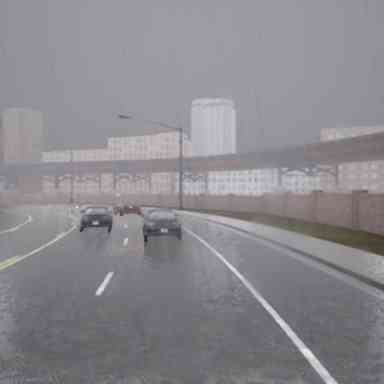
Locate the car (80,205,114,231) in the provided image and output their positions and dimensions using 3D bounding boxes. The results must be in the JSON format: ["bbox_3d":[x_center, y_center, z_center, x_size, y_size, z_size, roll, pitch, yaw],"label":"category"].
[{"bbox_3d":[-6.055,1.624,21.206,1.812,1.442,4.674,0,0,-14],"label":"car"}]

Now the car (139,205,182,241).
[{"bbox_3d":[-1.643,1.588,17.148,1.812,1.442,4.674,0,0,-10],"label":"car"}]

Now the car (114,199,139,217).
[{"bbox_3d":[-6.736,1.480,33.863,2.097,1.767,4.553,-1,0,-24],"label":"car"}]
